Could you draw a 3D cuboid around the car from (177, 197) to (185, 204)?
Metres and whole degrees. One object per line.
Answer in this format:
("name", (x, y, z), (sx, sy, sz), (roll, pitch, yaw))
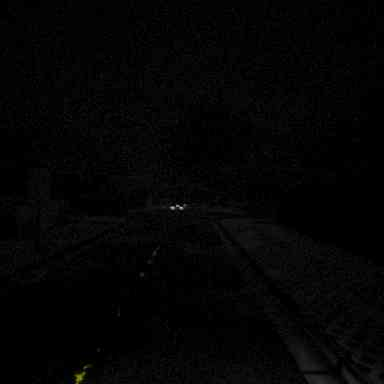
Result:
("car", (-2.586, 2.080, 79.254), (1.882, 1.535, 5.008), (0, -1, 1))

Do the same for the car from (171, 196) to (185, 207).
("car", (-2.780, 1.740, 63.278), (2.150, 2.045, 5.566), (0, -1, 0))

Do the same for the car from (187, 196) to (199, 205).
("car", (-0.005, 1.912, 75.282), (2.150, 2.045, 5.566), (0, -1, 1))
